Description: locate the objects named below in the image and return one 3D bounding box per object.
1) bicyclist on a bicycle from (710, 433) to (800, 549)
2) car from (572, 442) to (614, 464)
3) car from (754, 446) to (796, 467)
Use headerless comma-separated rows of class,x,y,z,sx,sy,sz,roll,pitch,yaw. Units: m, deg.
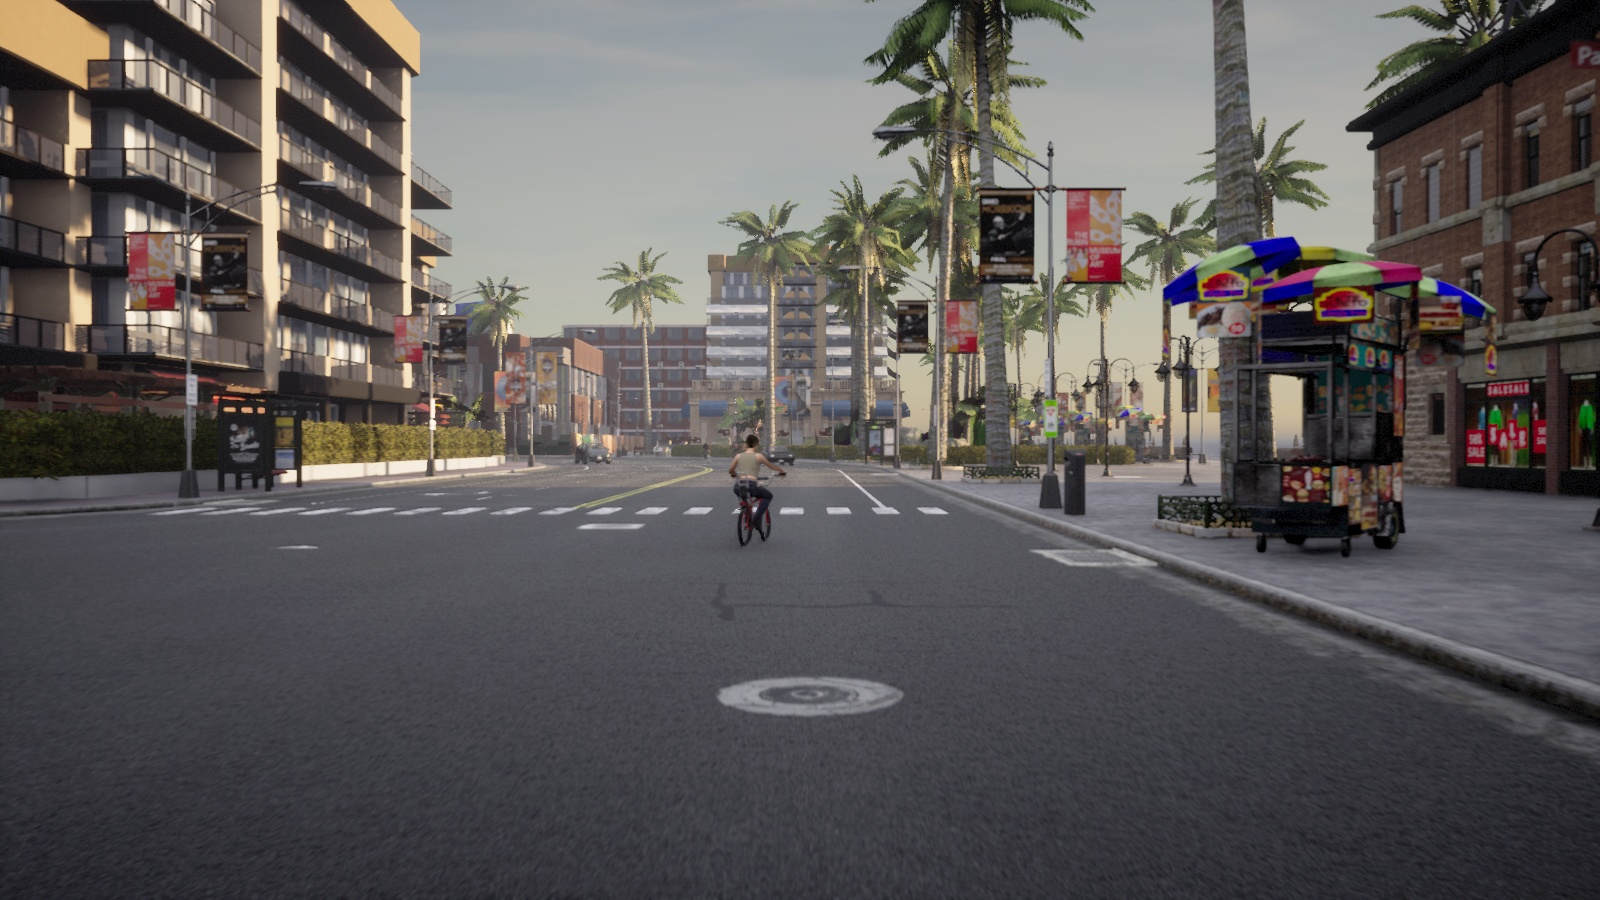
bicyclist on a bicycle,-0.635,0.579,18.359,0.866,1.612,1.509,-1,0,15
car,-14.627,0.182,88.558,2.007,1.525,4.514,0,0,-22
car,-1.675,0.383,82.085,1.895,1.301,4.718,0,0,-12
